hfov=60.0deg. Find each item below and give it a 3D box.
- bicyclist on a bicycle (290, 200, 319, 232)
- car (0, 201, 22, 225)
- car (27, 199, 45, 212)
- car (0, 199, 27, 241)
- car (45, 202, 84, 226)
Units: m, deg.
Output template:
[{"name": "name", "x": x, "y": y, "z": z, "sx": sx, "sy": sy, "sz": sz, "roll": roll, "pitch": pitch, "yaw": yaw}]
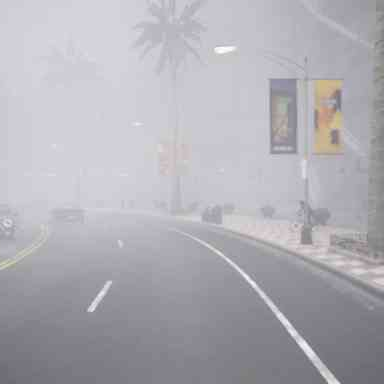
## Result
[{"name": "bicyclist on a bicycle", "x": 5.711, "y": 1.240, "z": 16.899, "sx": 1.656, "sy": 1.620, "sz": 0.582, "roll": -1, "pitch": 0, "yaw": -14}, {"name": "car", "x": -14.494, "y": 1.513, "z": 25.128, "sx": 1.882, "sy": 1.535, "sz": 5.008, "roll": 0, "pitch": 0, "yaw": -40}, {"name": "car", "x": -18.738, "y": 1.527, "z": 38.622, "sx": 4.902, "sy": 1.511, "sz": 2.128, "roll": 0, "pitch": 0, "yaw": 34}, {"name": "car", "x": -9.615, "y": 1.376, "z": 16.272, "sx": 2.097, "sy": 1.767, "sz": 4.553, "roll": 0, "pitch": 0, "yaw": -22}, {"name": "car", "x": -9.037, "y": 1.486, "z": 23.751, "sx": 1.882, "sy": 1.535, "sz": 5.008, "roll": 0, "pitch": 0, "yaw": -30}]
